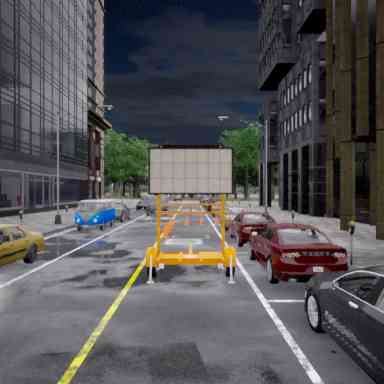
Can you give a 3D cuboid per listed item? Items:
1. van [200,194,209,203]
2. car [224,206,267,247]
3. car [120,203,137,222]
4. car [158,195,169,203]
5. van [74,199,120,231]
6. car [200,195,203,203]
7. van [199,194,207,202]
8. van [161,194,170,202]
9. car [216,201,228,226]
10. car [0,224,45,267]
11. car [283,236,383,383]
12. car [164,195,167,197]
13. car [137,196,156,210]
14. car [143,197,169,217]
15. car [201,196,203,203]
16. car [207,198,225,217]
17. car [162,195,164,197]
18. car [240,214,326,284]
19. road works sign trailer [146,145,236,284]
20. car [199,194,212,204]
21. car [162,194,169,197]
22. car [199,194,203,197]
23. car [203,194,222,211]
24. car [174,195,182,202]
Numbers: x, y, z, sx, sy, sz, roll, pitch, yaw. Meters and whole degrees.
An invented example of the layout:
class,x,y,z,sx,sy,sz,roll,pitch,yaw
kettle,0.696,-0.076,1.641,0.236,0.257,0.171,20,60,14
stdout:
class,x,y,z,sx,sy,sz,roll,pitch,yaw
van,2.535,1.365,69.262,1.690,1.788,3.998,0,0,0
car,2.715,1.546,14.887,1.887,1.381,4.507,0,0,0
car,-5.846,1.554,25.734,2.008,1.369,4.403,0,0,0
car,-5.990,1.464,69.234,1.967,1.590,4.097,0,0,0
van,-5.829,1.343,20.296,1.690,1.788,3.998,0,0,0
car,2.589,1.558,52.949,1.887,1.381,4.507,0,0,0
van,2.518,1.370,74.700,1.690,1.788,3.998,0,0,0
van,-6.008,1.370,74.672,1.690,1.788,3.998,0,0,0
car,2.696,1.527,20.494,1.752,1.417,4.829,0,0,0
car,-5.792,1.526,9.251,1.752,1.417,4.829,0,0,0
car,2.750,1.551,4.011,2.008,1.369,4.403,0,0,0
car,-5.954,1.583,58.359,1.947,1.339,4.313,0,0,0
car,-5.900,1.574,42.046,1.947,1.339,4.313,0,0,0
car,-3.203,1.509,31.579,1.837,1.490,4.892,0,0,0
car,2.607,1.536,47.682,1.752,1.417,4.829,0,0,0
car,2.660,1.530,31.369,1.752,1.417,4.829,0,0,0
car,-5.935,1.539,52.752,1.752,1.417,4.829,0,0,0
car,2.732,1.545,9.449,1.887,1.381,4.507,0,0,0
road works sign trailer,-0.030,0.465,9.582,2.380,3.560,2.880,0,0,0
car,2.553,1.335,63.825,2.192,1.841,5.009,0,0,0
car,-5.971,1.546,63.627,1.752,1.417,4.829,0,0,0
car,2.571,1.457,58.387,1.967,1.590,4.097,0,0,0
car,2.643,1.321,36.637,2.192,1.841,5.009,0,0,0
car,-3.256,1.508,78.572,1.882,1.535,5.008,0,0,0
